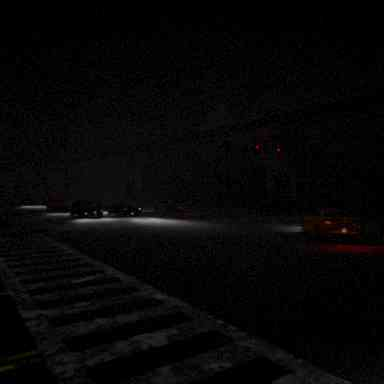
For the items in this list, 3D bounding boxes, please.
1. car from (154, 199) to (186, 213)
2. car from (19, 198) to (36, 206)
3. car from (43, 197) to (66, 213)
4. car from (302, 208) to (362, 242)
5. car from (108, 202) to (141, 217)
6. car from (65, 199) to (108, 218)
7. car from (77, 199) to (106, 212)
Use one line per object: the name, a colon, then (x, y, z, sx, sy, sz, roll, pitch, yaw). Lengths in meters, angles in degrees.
car: (-2.709, 1.573, 38.962, 1.882, 1.535, 5.008, 1, 0, -35)
car: (-26.639, 1.547, 53.982, 1.895, 1.301, 4.718, 1, 0, -36)
car: (-15.206, 1.468, 38.041, 1.882, 1.535, 5.008, 1, 0, -36)
car: (7.137, 1.587, 17.383, 1.882, 1.535, 5.008, 1, 0, 7)
car: (-6.726, 1.643, 32.271, 1.895, 1.301, 4.718, 1, 0, -36)
car: (-9.689, 1.517, 30.396, 1.837, 1.490, 4.892, 1, 0, -36)
car: (-12.010, 1.585, 39.591, 1.994, 1.385, 4.181, 1, 0, -36)
